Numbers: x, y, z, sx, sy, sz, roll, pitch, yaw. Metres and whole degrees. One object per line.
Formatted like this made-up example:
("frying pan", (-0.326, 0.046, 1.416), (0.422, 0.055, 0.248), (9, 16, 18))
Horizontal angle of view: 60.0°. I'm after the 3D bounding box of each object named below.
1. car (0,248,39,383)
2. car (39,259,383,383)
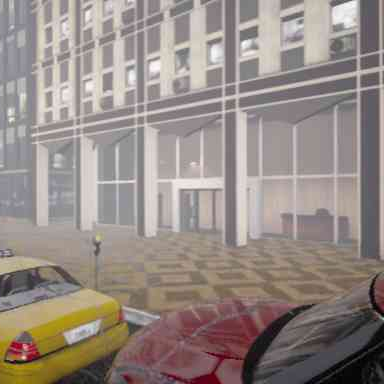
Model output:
("car", (-3.108, 1.556, 5.098), (4.829, 1.417, 1.752), (0, 0, 36))
("car", (1.663, 1.312, 1.683), (5.009, 1.841, 2.192), (0, 0, 36))
